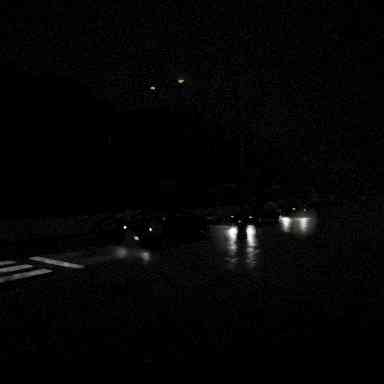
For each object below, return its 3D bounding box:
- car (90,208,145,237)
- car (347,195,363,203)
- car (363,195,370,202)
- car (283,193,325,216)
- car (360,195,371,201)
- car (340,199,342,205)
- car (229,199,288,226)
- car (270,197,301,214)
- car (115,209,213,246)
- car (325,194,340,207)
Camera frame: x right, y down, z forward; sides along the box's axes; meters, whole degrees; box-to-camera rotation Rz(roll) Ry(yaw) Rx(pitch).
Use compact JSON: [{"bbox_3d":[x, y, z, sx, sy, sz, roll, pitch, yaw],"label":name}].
[{"bbox_3d":[-3.077,1.515,16.795,2.008,1.369,4.403,0,0,35],"label":"car"},{"bbox_3d":[32.873,1.506,67.890,1.947,1.339,4.313,0,0,35],"label":"car"},{"bbox_3d":[39.312,1.484,77.042,1.752,1.417,4.829,0,0,35],"label":"car"},{"bbox_3d":[10.702,1.157,31.952,2.150,2.045,5.566,0,0,35],"label":"car"},{"bbox_3d":[42.678,1.516,81.826,1.887,1.381,4.507,0,0,35],"label":"car"},{"bbox_3d":[23.069,1.497,53.956,1.947,1.339,4.313,0,0,35],"label":"car"},{"bbox_3d":[4.631,1.493,23.338,2.033,1.411,5.357,0,0,35],"label":"car"},{"bbox_3d":[9.995,1.376,35.375,1.967,1.590,4.097,0,0,35],"label":"car"},{"bbox_3d":[-0.998,1.564,15.346,1.895,1.301,4.718,0,0,35],"label":"car"},{"bbox_3d":[19.800,1.248,49.310,2.192,1.841,5.009,0,0,35],"label":"car"}]
